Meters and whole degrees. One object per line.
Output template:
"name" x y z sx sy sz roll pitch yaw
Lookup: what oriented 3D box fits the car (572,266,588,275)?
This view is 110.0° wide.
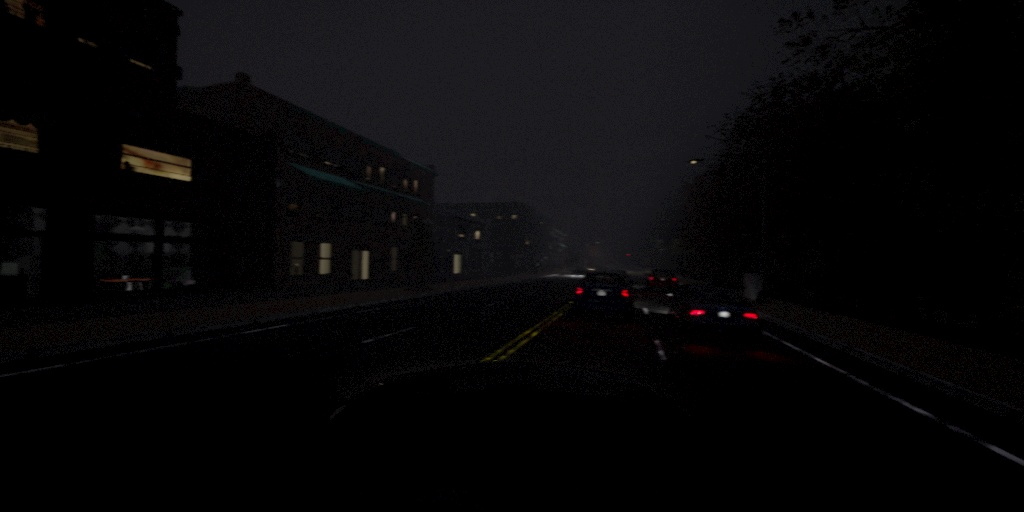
"car" 11.209 2.419 58.873 1.895 1.301 4.718 1 -1 19

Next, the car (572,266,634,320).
"car" 3.807 1.378 14.548 2.097 1.767 4.553 1 -1 19

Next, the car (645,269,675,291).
"car" 11.512 1.772 27.807 2.097 1.767 4.553 1 -1 19

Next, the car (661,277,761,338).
"car" 6.237 1.606 11.594 2.033 1.411 5.357 1 -1 18

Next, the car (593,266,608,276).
"car" 14.292 2.371 57.851 1.882 1.535 5.008 1 -1 18
